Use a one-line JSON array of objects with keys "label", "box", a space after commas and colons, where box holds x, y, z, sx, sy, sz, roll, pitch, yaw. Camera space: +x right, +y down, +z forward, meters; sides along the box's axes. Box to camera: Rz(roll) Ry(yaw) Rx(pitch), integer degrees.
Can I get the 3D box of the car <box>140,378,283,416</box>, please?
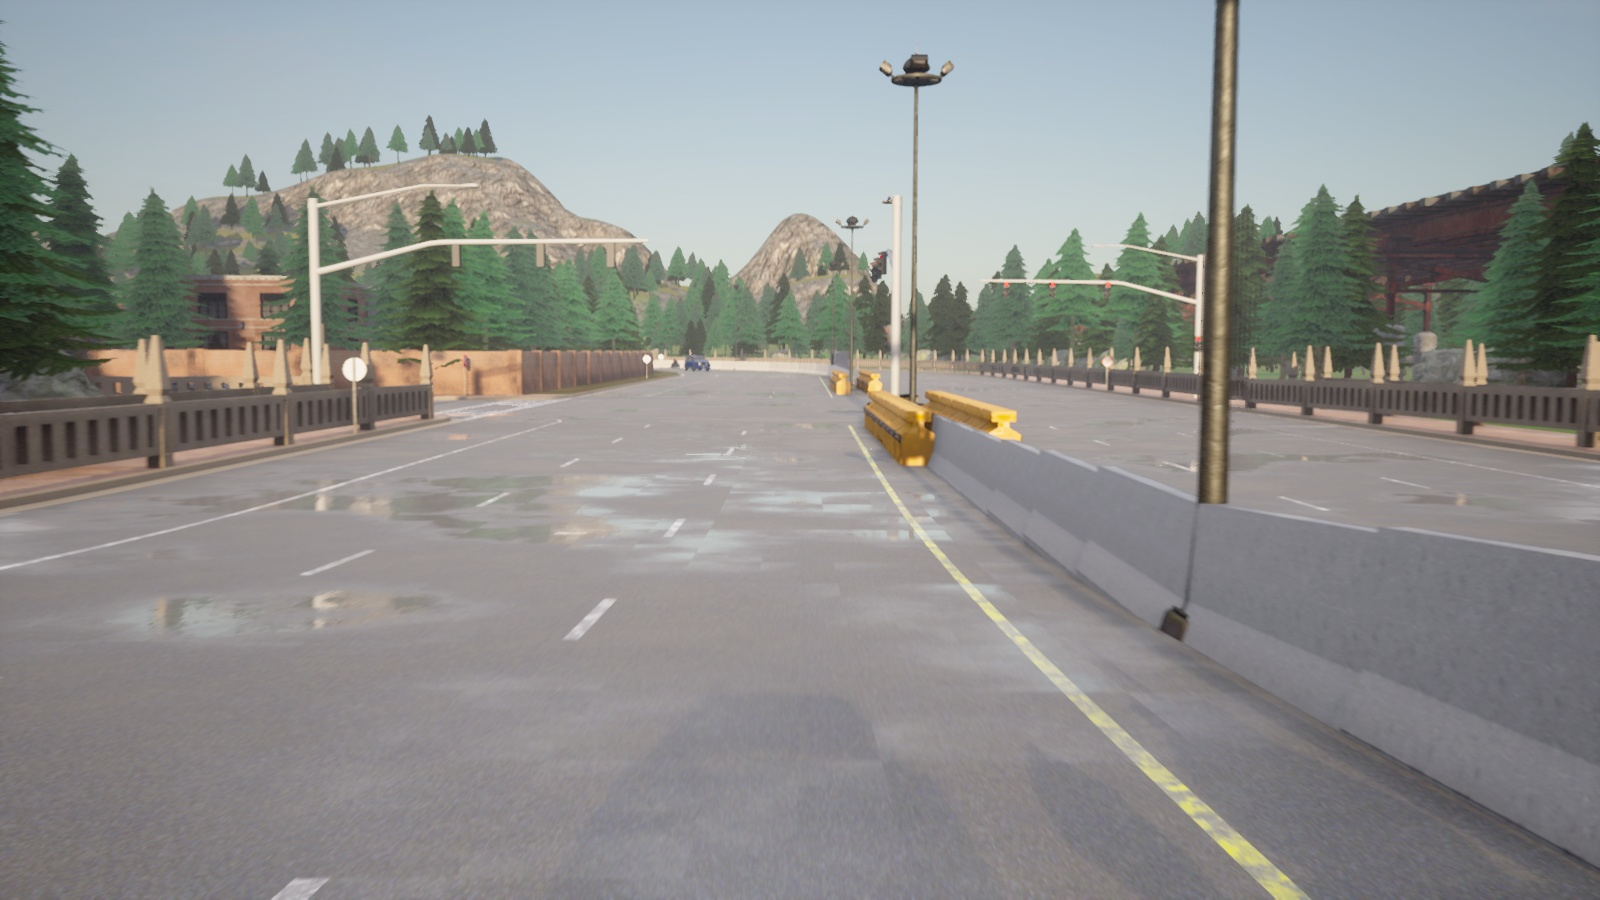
[{"label": "car", "box": [-24.460, -2.222, 52.363, 4.902, 1.511, 2.128, 0, 5, 0]}]
